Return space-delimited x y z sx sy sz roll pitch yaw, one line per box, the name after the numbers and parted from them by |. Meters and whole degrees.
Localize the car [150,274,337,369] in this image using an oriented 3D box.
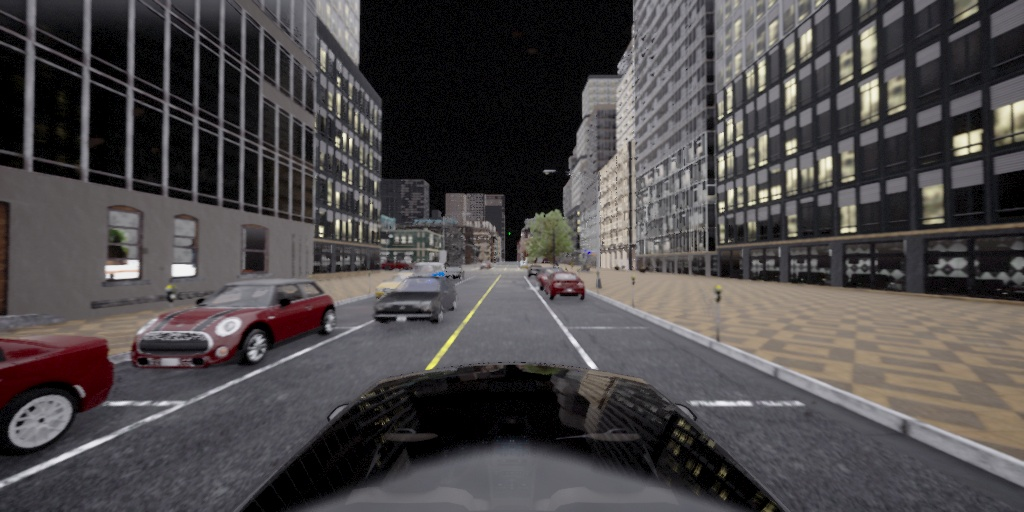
-5.690 1.259 7.950 1.967 1.591 4.097 0 0 0 | car

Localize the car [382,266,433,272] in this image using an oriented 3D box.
-5.689 1.468 18.858 1.751 1.417 4.829 0 0 0 | car

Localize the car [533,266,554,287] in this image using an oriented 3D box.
2.692 1.445 24.567 1.967 1.591 4.097 0 0 0 | car

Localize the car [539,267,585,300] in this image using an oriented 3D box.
2.691 1.488 19.028 1.888 1.381 4.507 0 0 0 | car

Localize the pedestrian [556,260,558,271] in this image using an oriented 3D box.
6.138 1.423 49.367 0.375 1.860 0.375 0 -1 0 | pedestrian

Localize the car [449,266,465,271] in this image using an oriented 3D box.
-5.688 1.694 35.644 1.948 1.339 4.313 0 0 0 | car

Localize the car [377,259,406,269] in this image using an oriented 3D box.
-17.157 1.434 54.273 5.009 1.841 2.192 0 0 -1 | car

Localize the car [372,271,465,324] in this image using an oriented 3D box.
-3.098 1.420 12.736 2.033 1.411 5.357 0 -1 0 | car

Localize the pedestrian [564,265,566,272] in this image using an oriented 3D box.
7.138 1.798 48.160 0.500 1.100 0.500 0 -1 0 | pedestrian

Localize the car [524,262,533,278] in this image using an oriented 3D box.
2.692 1.756 41.183 1.948 1.339 4.313 0 0 0 | car

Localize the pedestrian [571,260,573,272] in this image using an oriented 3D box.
8.138 1.442 48.766 0.375 1.860 0.375 0 -1 0 | pedestrian

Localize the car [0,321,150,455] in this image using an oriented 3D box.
-5.690 1.303 2.411 1.888 1.381 4.507 0 0 0 | car

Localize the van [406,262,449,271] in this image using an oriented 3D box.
-5.689 1.345 24.567 1.690 1.789 3.998 0 0 0 | van
